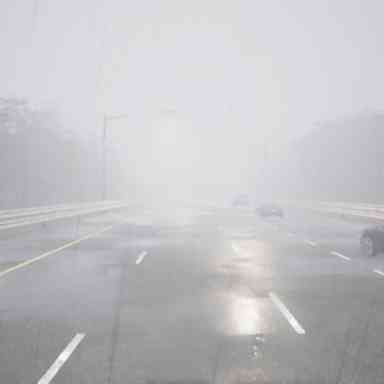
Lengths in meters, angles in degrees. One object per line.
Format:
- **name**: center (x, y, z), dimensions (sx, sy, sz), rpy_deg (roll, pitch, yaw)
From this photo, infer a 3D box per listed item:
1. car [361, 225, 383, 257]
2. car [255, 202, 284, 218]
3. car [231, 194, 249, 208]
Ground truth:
- **car**: center (7.003, 1.495, 10.089), dimensions (2.128, 1.511, 4.902), rpy_deg (0, 0, 0)
- **car**: center (7.032, 1.589, 30.623), dimensions (1.994, 1.385, 4.181), rpy_deg (0, 0, 0)
- **car**: center (7.099, 1.282, 49.630), dimensions (2.150, 2.045, 5.566), rpy_deg (0, 0, 0)
